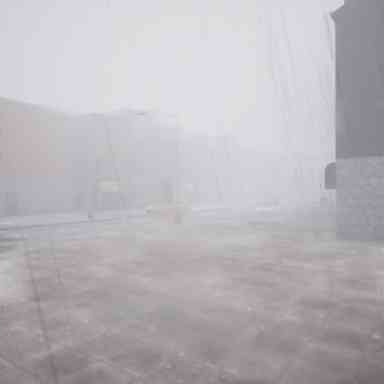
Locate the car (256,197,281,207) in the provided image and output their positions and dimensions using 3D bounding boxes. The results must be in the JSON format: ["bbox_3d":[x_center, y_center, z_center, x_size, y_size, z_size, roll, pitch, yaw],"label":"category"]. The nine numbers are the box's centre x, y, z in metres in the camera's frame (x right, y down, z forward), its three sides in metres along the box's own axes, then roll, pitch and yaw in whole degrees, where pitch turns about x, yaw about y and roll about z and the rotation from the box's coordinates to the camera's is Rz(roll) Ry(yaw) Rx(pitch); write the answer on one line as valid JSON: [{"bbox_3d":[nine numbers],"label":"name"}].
[{"bbox_3d":[11.200,1.442,48.401,2.033,1.411,5.357,0,0,36],"label":"car"}]

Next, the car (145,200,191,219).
[{"bbox_3d":[-2.096,1.466,29.875,1.882,1.535,5.008,0,0,35],"label":"car"}]
